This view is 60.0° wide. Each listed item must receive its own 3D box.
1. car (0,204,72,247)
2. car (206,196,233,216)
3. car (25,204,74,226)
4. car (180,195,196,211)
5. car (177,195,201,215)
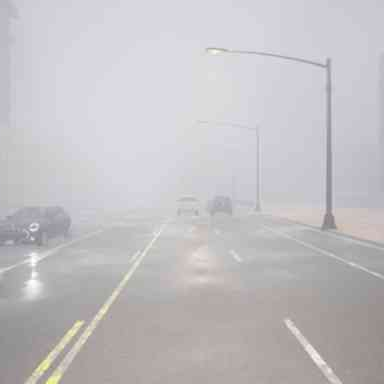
[{"bbox_3d":[-7.306,1.443,15.559,2.097,1.767,4.553,0,0,-1],"label":"car"},{"bbox_3d":[3.057,1.432,35.726,2.150,2.045,5.566,0,0,-1],"label":"car"},{"bbox_3d":[-10.889,1.700,25.794,1.812,1.442,4.674,0,0,-1],"label":"car"},{"bbox_3d":[-0.627,1.499,47.174,2.150,2.045,5.566,0,0,-1],"label":"car"},{"bbox_3d":[-0.457,1.437,36.581,2.150,2.045,5.566,0,0,-1],"label":"car"}]
